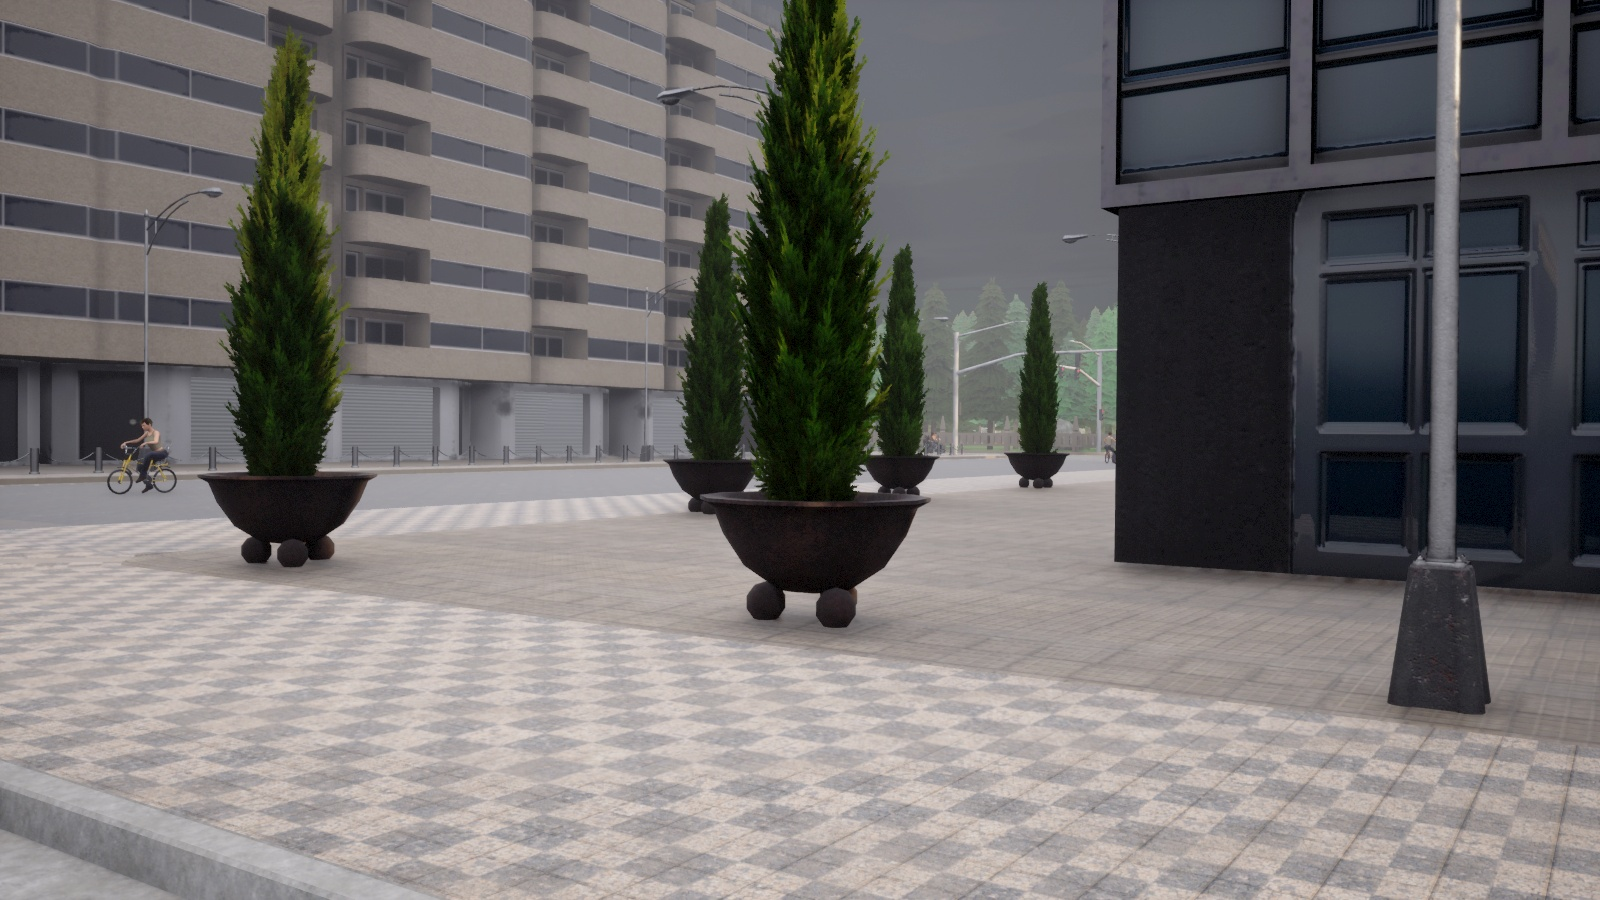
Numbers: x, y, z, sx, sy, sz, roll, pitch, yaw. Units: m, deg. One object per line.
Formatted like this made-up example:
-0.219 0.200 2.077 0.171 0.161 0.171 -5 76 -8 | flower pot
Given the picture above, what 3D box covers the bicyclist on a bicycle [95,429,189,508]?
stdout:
-13.916 0.375 26.601 0.866 1.612 1.509 0 1 34 | bicyclist on a bicycle
